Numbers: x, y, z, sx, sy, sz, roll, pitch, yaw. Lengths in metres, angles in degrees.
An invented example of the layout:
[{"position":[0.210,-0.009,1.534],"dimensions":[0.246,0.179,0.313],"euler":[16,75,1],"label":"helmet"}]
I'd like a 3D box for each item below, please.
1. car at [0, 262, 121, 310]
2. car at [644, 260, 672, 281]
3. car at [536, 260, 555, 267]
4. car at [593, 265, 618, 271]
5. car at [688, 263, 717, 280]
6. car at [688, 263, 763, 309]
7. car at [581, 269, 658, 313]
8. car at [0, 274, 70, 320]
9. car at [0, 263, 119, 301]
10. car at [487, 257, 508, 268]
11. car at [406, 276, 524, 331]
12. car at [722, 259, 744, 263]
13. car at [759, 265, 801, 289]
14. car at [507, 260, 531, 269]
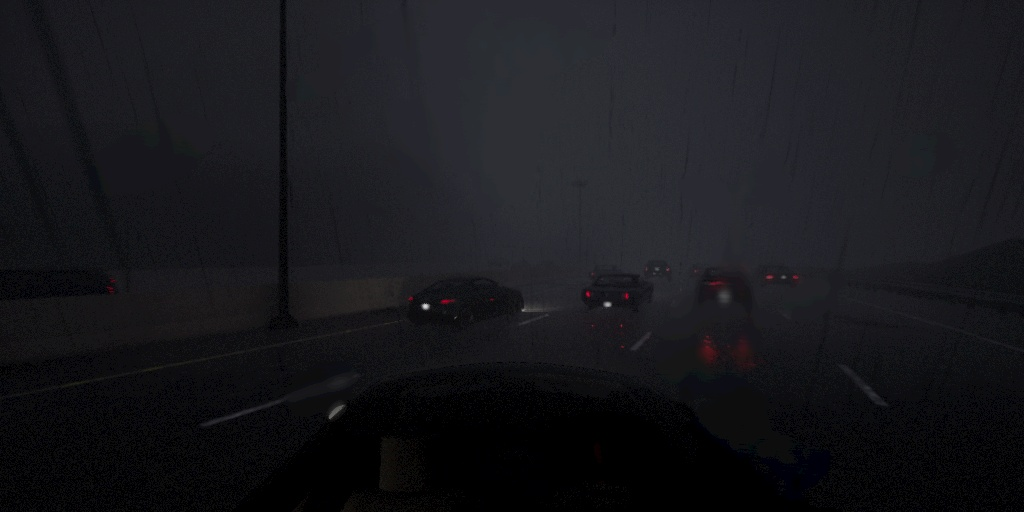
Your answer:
[{"position":[-19.908,1.186,14.965],"dimensions":[2.097,1.767,4.553],"euler":[0,0,33],"label":"car"},{"position":[12.423,1.102,30.496],"dimensions":[2.097,1.767,4.553],"euler":[0,0,24],"label":"car"},{"position":[4.628,1.334,49.002],"dimensions":[2.128,1.511,4.902],"euler":[0,0,19],"label":"car"},{"position":[7.373,1.363,27.749],"dimensions":[1.895,1.301,4.718],"euler":[0,0,25],"label":"car"},{"position":[16.855,1.338,31.915],"dimensions":[1.895,1.301,4.718],"euler":[0,0,23],"label":"car"},{"position":[8.749,1.231,14.940],"dimensions":[2.128,1.511,4.902],"euler":[0,0,29],"label":"car"},{"position":[4.326,1.354,14.114],"dimensions":[1.895,1.301,4.718],"euler":[0,0,29],"label":"car"},{"position":[-17.871,1.387,11.668],"dimensions":[1.994,1.385,4.181],"euler":[0,0,33],"label":"car"},{"position":[-14.641,1.162,10.224],"dimensions":[2.097,1.767,4.553],"euler":[0,0,33],"label":"car"},{"position":[-1.990,0.919,51.286],"dimensions":[1.882,1.535,5.008],"euler":[0,0,19],"label":"car"},{"position":[-1.308,1.332,11.396],"dimensions":[1.994,1.385,4.181],"euler":[0,0,31],"label":"car"},{"position":[22.412,1.077,36.549],"dimensions":[2.097,1.767,4.553],"euler":[0,0,21],"label":"car"},{"position":[16.753,1.273,23.068],"dimensions":[2.033,1.411,5.357],"euler":[0,0,24],"label":"car"},{"position":[1.320,1.377,50.143],"dimensions":[1.812,1.442,4.674],"euler":[0,0,19],"label":"car"}]
